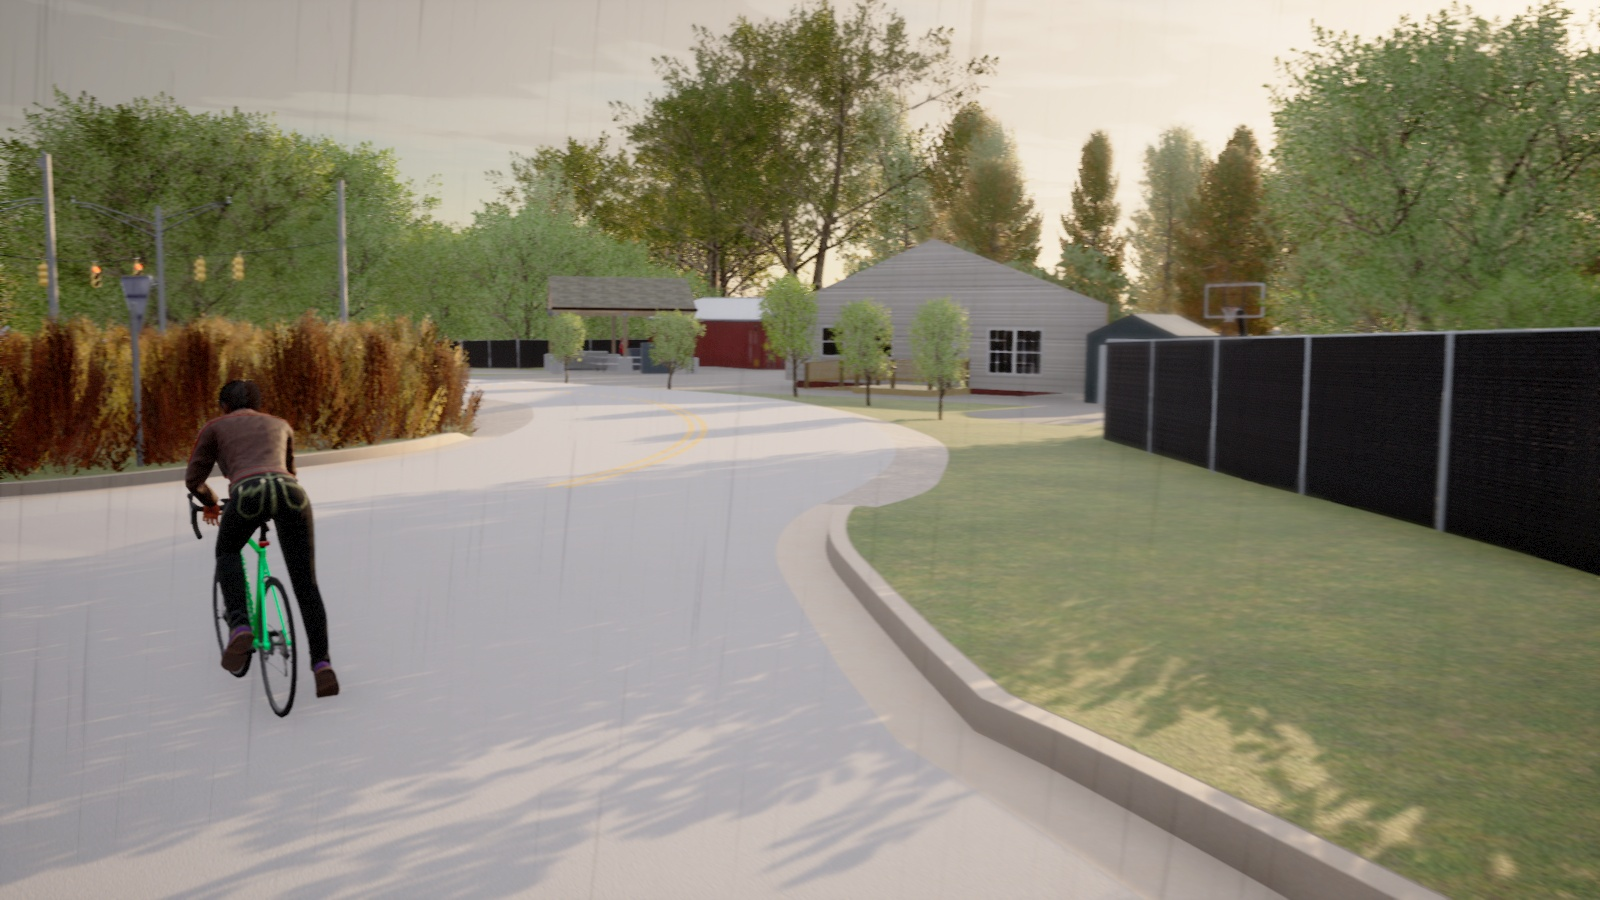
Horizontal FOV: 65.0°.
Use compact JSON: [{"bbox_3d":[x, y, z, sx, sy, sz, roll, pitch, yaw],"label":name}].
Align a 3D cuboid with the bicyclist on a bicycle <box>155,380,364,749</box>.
[{"bbox_3d":[-2.766,0.462,6.336,0.582,1.620,1.656,-2,4,-36],"label":"bicyclist on a bicycle"}]
